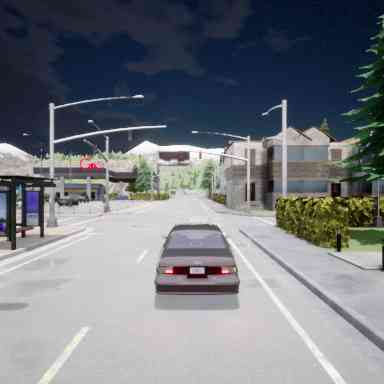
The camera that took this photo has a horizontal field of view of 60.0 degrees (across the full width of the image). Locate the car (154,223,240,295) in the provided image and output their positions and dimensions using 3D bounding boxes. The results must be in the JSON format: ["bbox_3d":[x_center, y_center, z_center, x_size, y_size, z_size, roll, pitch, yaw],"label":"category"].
[{"bbox_3d":[0.101,1.547,8.871,2.033,1.411,5.357,0,0,0],"label":"car"}]

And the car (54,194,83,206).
[{"bbox_3d":[-18.917,1.489,51.068,2.007,1.523,4.514,0,0,0],"label":"car"}]

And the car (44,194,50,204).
[{"bbox_3d":[-25.884,1.289,61.061,1.932,1.855,4.605,0,0,0],"label":"car"}]

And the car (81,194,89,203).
[{"bbox_3d":[-22.618,1.268,68.937,1.905,1.878,3.866,0,0,0],"label":"car"}]

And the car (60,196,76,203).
[{"bbox_3d":[-25.944,1.552,69.540,1.970,1.475,3.806,0,0,0],"label":"car"}]
